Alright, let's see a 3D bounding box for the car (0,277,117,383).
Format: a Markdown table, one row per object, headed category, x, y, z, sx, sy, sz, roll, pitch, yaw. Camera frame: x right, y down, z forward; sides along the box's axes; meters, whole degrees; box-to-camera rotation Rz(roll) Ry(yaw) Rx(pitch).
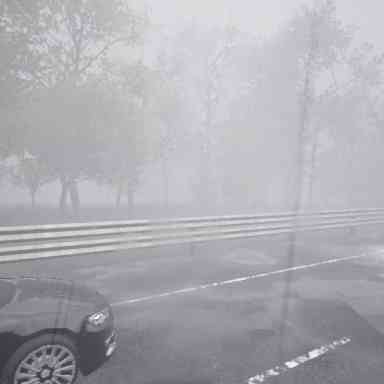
| category | x | y | z | sx | sy | sz | roll | pitch | yaw |
| --- | --- | --- | --- | --- | --- | --- | --- | --- | --- |
| car | -3.234 | 1.491 | 3.332 | 4.902 | 1.511 | 2.128 | 0 | 0 | -35 |
